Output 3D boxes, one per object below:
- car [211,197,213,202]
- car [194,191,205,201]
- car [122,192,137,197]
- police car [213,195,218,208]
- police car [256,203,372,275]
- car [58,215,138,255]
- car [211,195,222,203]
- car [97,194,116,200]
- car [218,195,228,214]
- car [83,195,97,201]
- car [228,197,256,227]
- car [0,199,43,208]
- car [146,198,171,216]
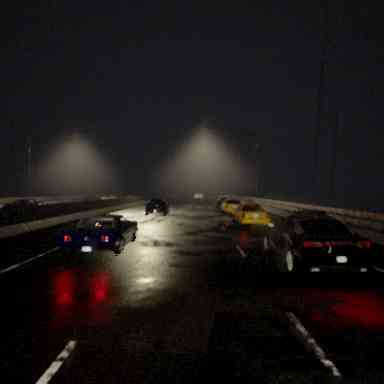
[{"bbox_3d":[4.384,1.281,53.979,1.837,1.490,4.892,0,0,2],"label":"car"},{"bbox_3d":[1.570,0.812,73.033,2.150,2.045,5.566,0,0,3],"label":"car"},{"bbox_3d":[-12.643,0.962,67.450,2.150,2.045,5.566,0,0,2],"label":"car"},{"bbox_3d":[4.071,1.231,43.171,1.930,1.638,5.238,0,0,1],"label":"police car"},{"bbox_3d":[3.537,1.360,10.407,1.930,1.638,5.238,0,0,0],"label":"police car"},{"bbox_3d":[-3.338,1.521,12.847,1.895,1.301,4.718,0,0,0],"label":"car"},{"bbox_3d":[4.771,1.355,64.926,1.895,1.301,4.718,0,0,2],"label":"car"},{"bbox_3d":[-16.252,1.224,64.835,1.882,1.535,5.008,0,0,2],"label":"car"},{"bbox_3d":[3.825,1.296,32.331,1.801,1.575,5.366,0,0,1],"label":"car"},{"bbox_3d":[-19.750,1.300,64.830,1.994,1.385,4.181,0,0,2],"label":"car"},{"bbox_3d":[3.647,1.336,21.410,1.801,1.575,5.366,0,0,1],"label":"car"},{"bbox_3d":[-13.857,1.345,27.170,2.128,1.511,4.902,0,0,1],"label":"car"},{"bbox_3d":[-3.098,1.348,30.626,1.837,1.490,4.892,0,0,1],"label":"car"}]
